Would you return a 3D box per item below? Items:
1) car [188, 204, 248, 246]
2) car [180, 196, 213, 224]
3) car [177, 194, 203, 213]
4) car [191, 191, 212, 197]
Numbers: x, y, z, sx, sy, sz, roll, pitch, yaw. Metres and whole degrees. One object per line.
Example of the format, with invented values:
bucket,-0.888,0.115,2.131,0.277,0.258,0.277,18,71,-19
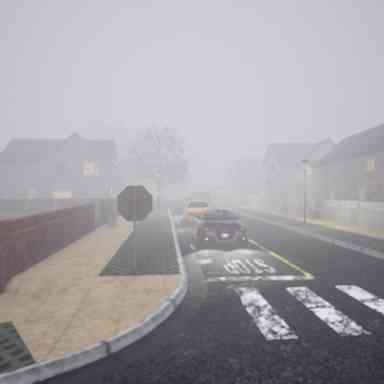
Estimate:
car,1.109,1.457,14.675,1.994,1.385,4.181,0,0,-5
car,0.385,1.317,23.449,1.882,1.535,5.008,0,0,-5
car,-0.448,1.275,33.713,2.128,1.511,4.902,0,0,-5
car,1.511,0.950,45.756,2.150,2.045,5.566,0,0,-5
